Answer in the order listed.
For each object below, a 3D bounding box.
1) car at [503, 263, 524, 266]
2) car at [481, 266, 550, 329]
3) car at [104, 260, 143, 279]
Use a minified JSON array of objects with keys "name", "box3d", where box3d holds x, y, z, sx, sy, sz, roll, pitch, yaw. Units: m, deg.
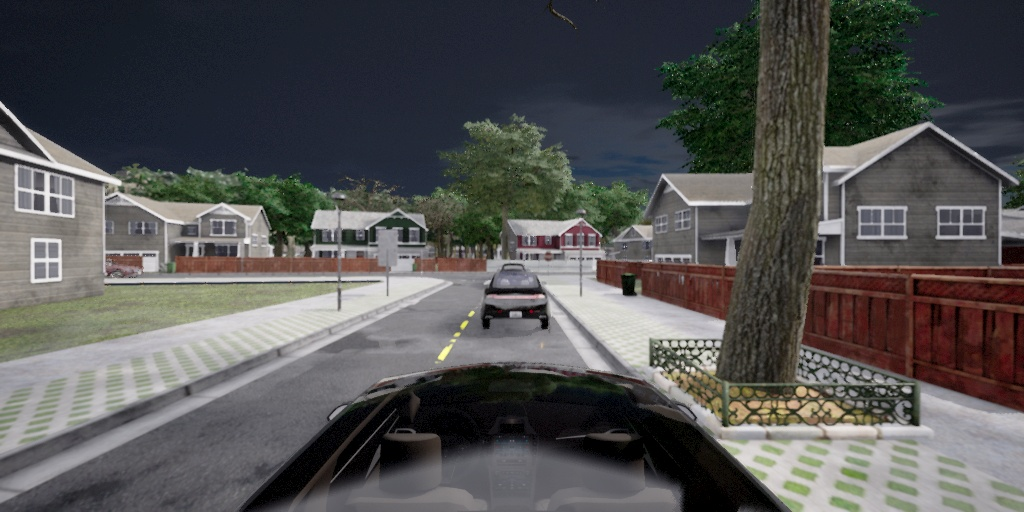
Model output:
[{"name":"car","box3d":[0.075,1.218,23.444,1.837,1.490,4.892,0,0,0]},{"name":"car","box3d":[0.089,1.225,11.225,2.128,1.511,4.902,0,0,0]},{"name":"car","box3d":[-28.576,0.893,24.602,4.674,1.442,1.812,1,0,-20]}]
